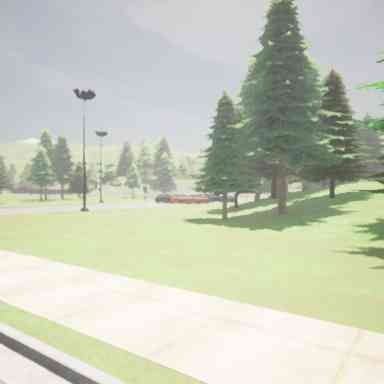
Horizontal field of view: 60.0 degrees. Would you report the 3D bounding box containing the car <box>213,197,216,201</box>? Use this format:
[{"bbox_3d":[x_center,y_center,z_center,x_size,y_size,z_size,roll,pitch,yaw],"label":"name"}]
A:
[{"bbox_3d":[3.903,1.101,65.386,2.097,1.767,4.553,1,0,36],"label":"car"}]

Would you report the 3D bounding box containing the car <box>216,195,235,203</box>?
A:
[{"bbox_3d":[6.992,1.338,63.684,1.994,1.385,4.181,1,0,36],"label":"car"}]

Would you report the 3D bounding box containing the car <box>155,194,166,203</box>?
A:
[{"bbox_3d":[-4.494,1.075,59.643,2.097,1.767,4.553,1,0,37],"label":"car"}]

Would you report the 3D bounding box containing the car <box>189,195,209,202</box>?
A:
[{"bbox_3d":[1.383,1.287,67.851,1.994,1.385,4.181,1,0,36],"label":"car"}]

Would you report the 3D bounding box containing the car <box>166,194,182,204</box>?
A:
[{"bbox_3d":[-1.728,1.100,57.575,2.097,1.767,4.553,1,0,37],"label":"car"}]

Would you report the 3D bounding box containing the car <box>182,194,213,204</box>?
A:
[{"bbox_3d":[0.978,1.126,55.346,2.097,1.767,4.553,1,0,37],"label":"car"}]
